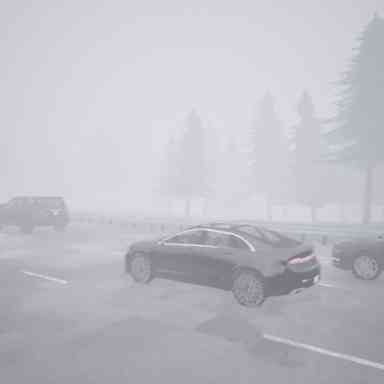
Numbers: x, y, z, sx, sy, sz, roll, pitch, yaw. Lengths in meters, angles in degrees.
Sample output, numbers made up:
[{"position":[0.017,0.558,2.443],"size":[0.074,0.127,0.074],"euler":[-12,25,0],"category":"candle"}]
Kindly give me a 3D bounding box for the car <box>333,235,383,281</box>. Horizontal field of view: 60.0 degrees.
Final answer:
[{"position":[6.095,1.506,8.244],"size":[4.892,1.490,1.837],"euler":[0,0,36],"category":"car"}]

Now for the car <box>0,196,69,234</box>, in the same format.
[{"position":[-9.470,1.224,19.349],"size":[5.566,2.045,2.150],"euler":[0,0,36],"category":"car"}]

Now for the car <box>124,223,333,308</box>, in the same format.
[{"position":[0.472,1.493,7.955],"size":[4.902,1.511,2.128],"euler":[0,0,36],"category":"car"}]
